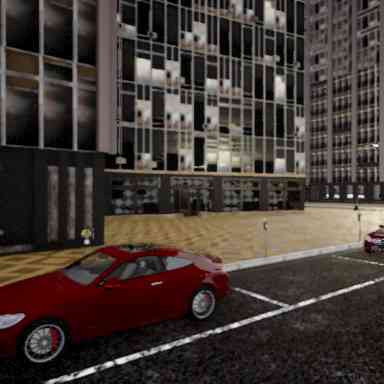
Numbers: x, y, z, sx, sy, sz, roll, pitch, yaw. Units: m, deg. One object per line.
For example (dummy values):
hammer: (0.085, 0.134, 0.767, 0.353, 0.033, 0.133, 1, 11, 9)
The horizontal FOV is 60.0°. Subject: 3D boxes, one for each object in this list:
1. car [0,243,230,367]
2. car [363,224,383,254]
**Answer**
car: (-1.204, 1.584, 5.702, 4.206, 1.307, 1.802, 0, 0, -36)
car: (8.065, 1.589, 12.319, 4.206, 1.307, 1.802, 0, 0, -36)
